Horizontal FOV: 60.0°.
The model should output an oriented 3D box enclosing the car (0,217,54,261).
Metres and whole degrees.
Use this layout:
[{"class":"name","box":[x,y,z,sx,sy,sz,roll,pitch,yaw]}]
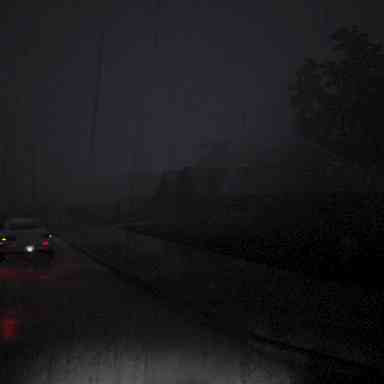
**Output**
[{"class":"car","box":[-6.809,1.755,13.428,1.812,1.442,4.674,0,-1,-32]}]
